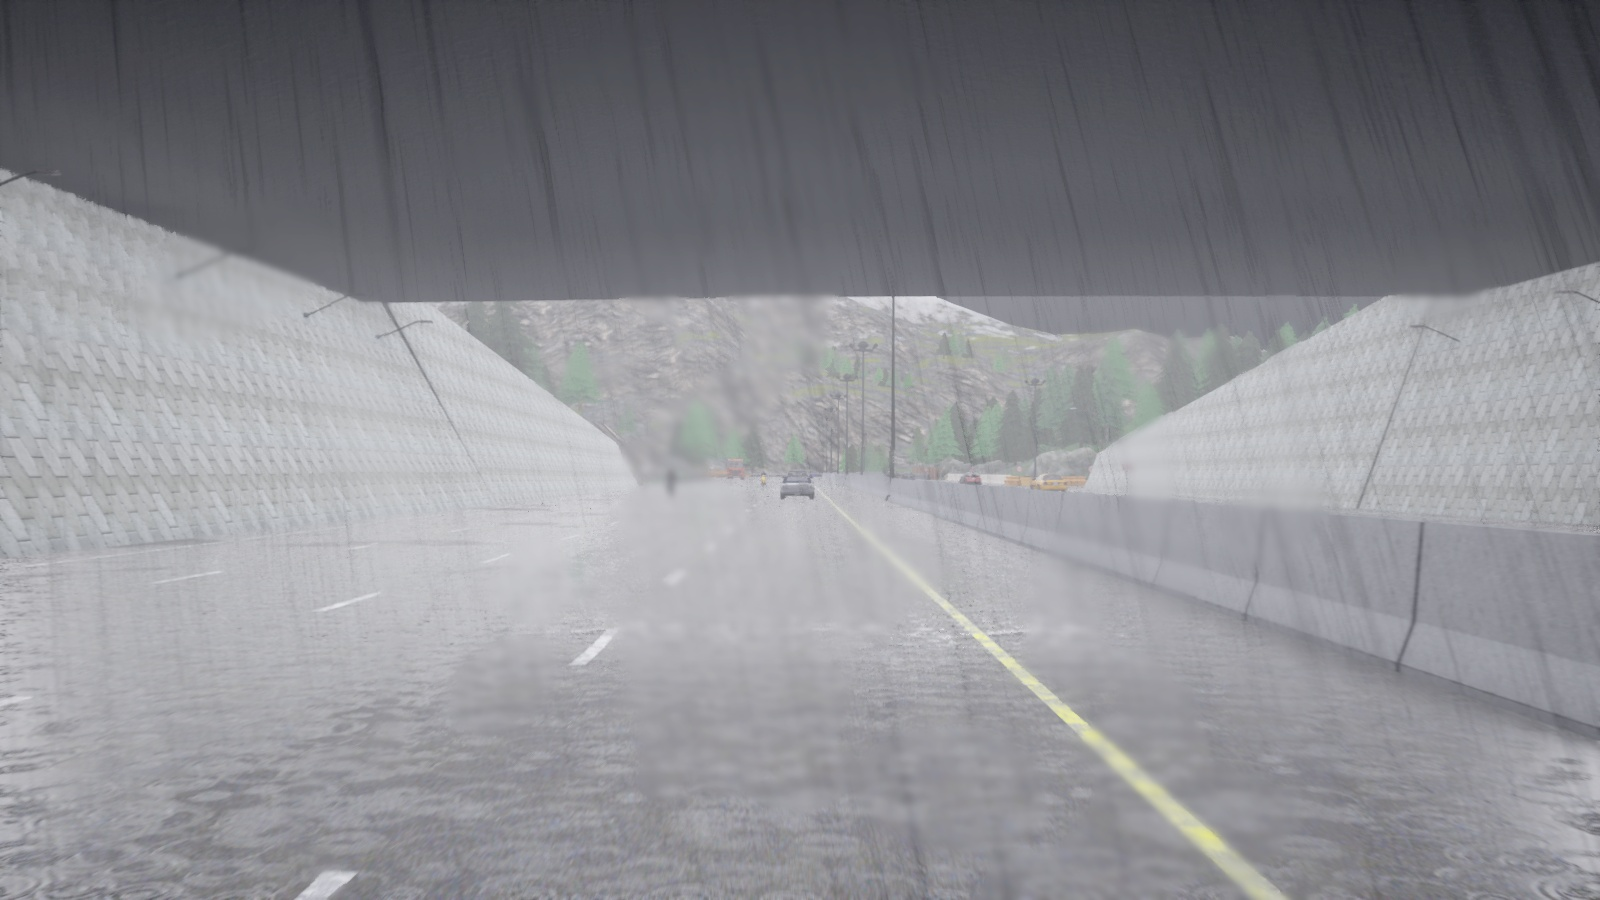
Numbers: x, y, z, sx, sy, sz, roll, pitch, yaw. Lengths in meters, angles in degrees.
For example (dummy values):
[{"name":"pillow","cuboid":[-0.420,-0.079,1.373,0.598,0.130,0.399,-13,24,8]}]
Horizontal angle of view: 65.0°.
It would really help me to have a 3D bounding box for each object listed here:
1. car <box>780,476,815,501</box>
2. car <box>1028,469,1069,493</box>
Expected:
[{"name":"car","cuboid":[-0.130,2.073,69.144,1.895,1.301,4.718,0,-1,0]},{"name":"car","cuboid":[17.345,2.154,87.781,1.801,1.575,5.366,0,-1,0]}]
